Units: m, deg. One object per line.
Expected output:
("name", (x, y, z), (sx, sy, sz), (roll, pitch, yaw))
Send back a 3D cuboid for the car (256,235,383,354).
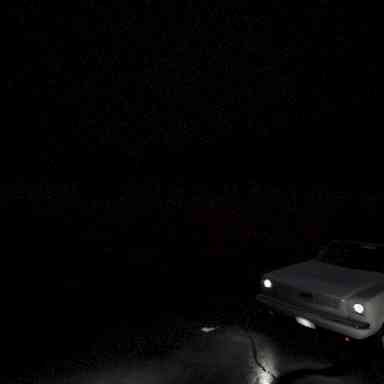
("car", (3.328, 1.555, 6.186), (4.718, 1.301, 1.895), (0, 1, -40))
